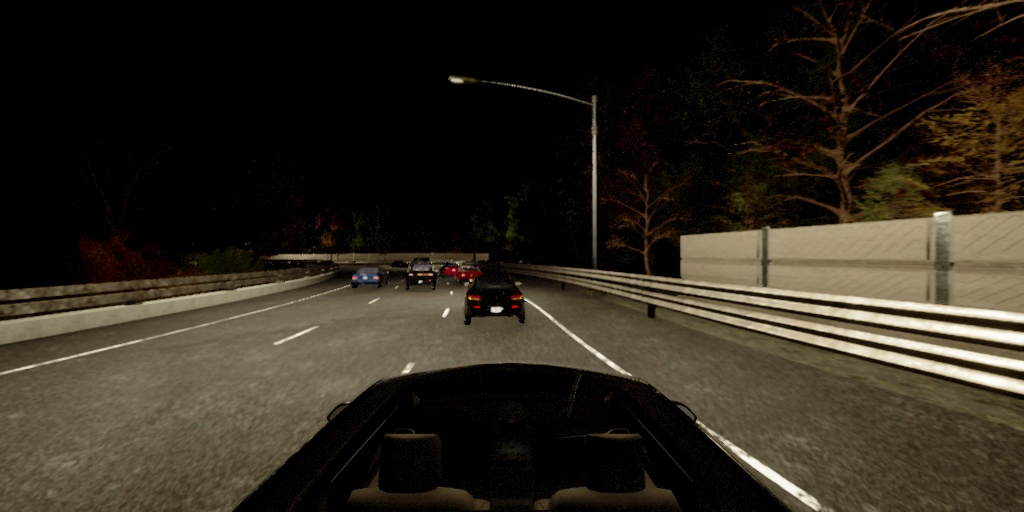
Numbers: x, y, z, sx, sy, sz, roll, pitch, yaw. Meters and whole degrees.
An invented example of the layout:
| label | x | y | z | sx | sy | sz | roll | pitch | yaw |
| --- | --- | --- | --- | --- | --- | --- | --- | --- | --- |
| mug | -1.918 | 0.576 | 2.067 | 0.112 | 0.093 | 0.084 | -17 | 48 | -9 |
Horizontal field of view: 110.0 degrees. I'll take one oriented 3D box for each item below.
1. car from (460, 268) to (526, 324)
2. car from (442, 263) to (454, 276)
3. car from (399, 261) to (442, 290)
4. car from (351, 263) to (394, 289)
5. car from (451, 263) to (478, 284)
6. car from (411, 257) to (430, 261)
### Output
| label | x | y | z | sx | sy | sz | roll | pitch | yaw |
| --- | --- | --- | --- | --- | --- | --- | --- | --- | --- |
| car | -0.640 | 1.309 | 12.129 | 1.812 | 1.442 | 4.674 | 0 | 0 | -5 |
| car | -6.849 | 1.454 | 39.812 | 1.994 | 1.385 | 4.181 | 0 | 0 | -20 |
| car | -5.891 | 1.329 | 23.600 | 2.128 | 1.511 | 4.902 | 0 | 0 | -11 |
| car | -9.603 | 1.401 | 24.519 | 2.033 | 1.411 | 5.357 | 0 | 0 | -13 |
| car | -3.446 | 1.443 | 28.183 | 1.895 | 1.301 | 4.718 | 0 | 0 | -14 |
| car | -14.426 | 1.188 | 56.266 | 2.150 | 2.045 | 5.566 | 0 | 0 | -29 |
